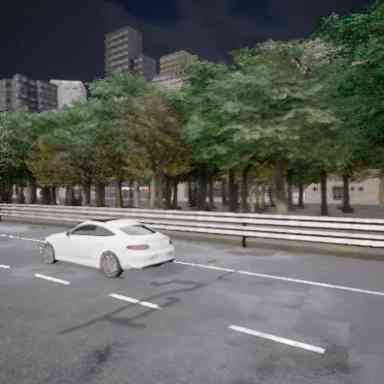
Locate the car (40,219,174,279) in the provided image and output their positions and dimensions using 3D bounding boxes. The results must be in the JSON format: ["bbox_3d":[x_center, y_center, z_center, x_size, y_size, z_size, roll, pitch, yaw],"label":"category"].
[{"bbox_3d":[-2.649,1.536,10.055,4.674,1.442,1.812,0,0,36],"label":"car"}]
